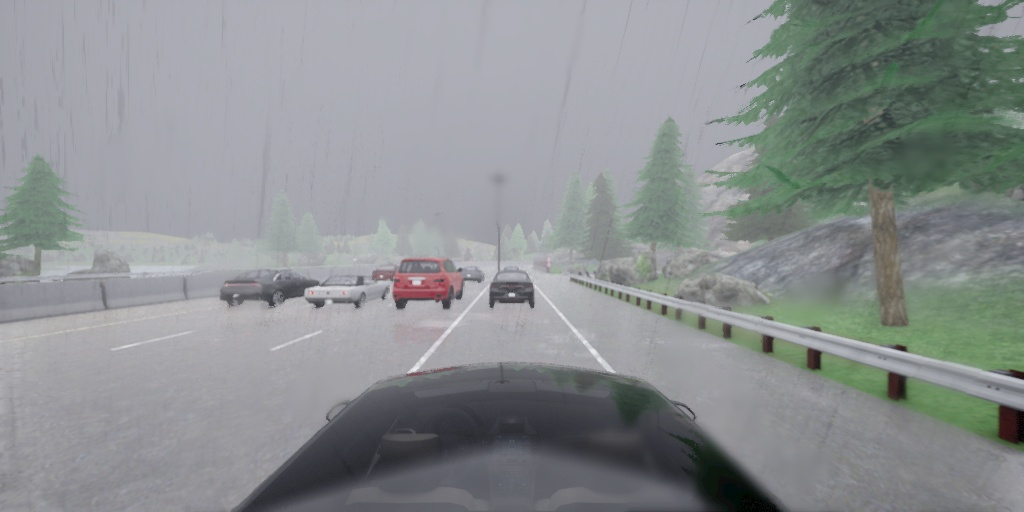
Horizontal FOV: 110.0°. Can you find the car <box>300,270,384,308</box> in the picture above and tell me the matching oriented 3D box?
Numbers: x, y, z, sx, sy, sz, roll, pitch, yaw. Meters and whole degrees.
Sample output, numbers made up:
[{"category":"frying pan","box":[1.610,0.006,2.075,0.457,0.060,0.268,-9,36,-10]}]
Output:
[{"category":"car","box":[-7.004,1.483,15.954,1.895,1.301,4.718,0,0,0]}]

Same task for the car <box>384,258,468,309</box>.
[{"category":"car","box":[-3.505,1.098,15.865,2.150,2.045,5.566,0,0,0]}]

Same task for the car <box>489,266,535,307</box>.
[{"category":"car","box":[0.000,1.363,16.335,1.882,1.535,5.008,0,0,0]}]

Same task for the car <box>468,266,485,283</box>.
[{"category":"car","box":[-3.517,1.588,31.227,1.994,1.385,4.181,0,0,0]}]

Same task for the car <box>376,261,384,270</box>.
[{"category":"car","box":[-10.516,1.503,31.337,1.882,1.535,5.008,0,0,0]}]

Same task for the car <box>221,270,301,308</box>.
[{"category":"car","box":[-10.502,1.376,16.139,2.128,1.511,4.902,0,0,0]}]
